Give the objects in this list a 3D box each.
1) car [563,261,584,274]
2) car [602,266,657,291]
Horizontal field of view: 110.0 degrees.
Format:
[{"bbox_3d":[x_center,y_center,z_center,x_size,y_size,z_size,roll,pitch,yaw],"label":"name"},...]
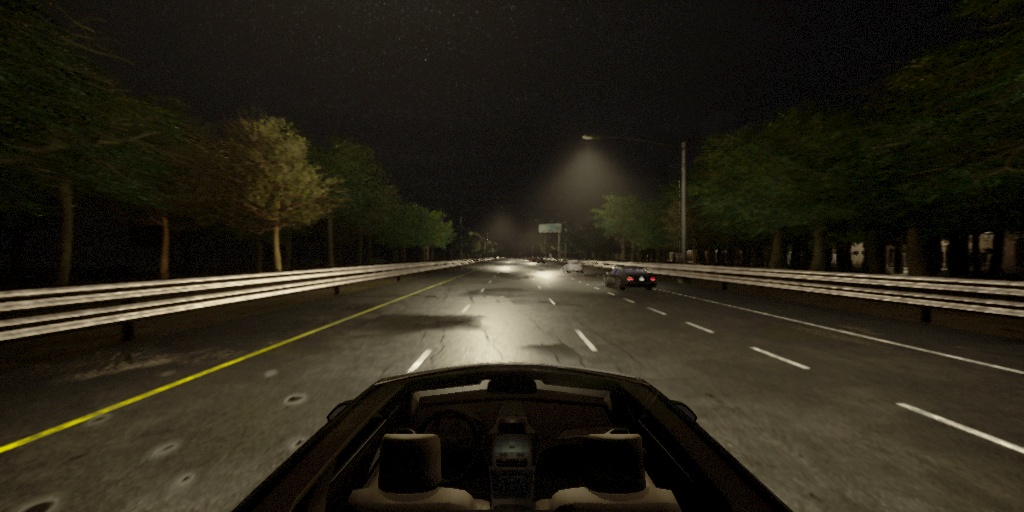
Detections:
[{"bbox_3d":[7.082,1.308,41.868,1.812,1.442,4.674,0,0,0],"label":"car"},{"bbox_3d":[7.018,1.309,21.902,2.033,1.411,5.357,0,0,0],"label":"car"}]
